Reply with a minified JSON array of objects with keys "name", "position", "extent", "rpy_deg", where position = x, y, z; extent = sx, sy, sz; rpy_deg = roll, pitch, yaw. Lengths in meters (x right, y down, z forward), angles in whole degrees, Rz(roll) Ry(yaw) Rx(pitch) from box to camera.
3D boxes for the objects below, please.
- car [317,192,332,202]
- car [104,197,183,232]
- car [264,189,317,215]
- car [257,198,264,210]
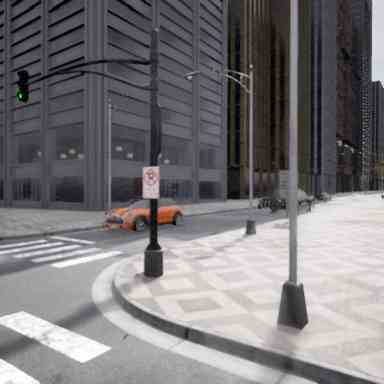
[{"name":"car","position":[18.310,0.723,46.969],"extent":[1.994,1.385,4.181],"rpy_deg":[0,1,36]},{"name":"car","position":[-2.538,1.085,18.154],"extent":[2.097,1.767,4.553],"rpy_deg":[0,1,36]},{"name":"car","position":[8.374,0.727,27.827],"extent":[2.150,2.045,5.566],"rpy_deg":[0,1,36]},{"name":"car","position":[8.014,0.996,32.797],"extent":[1.994,1.385,4.181],"rpy_deg":[0,1,36]}]
